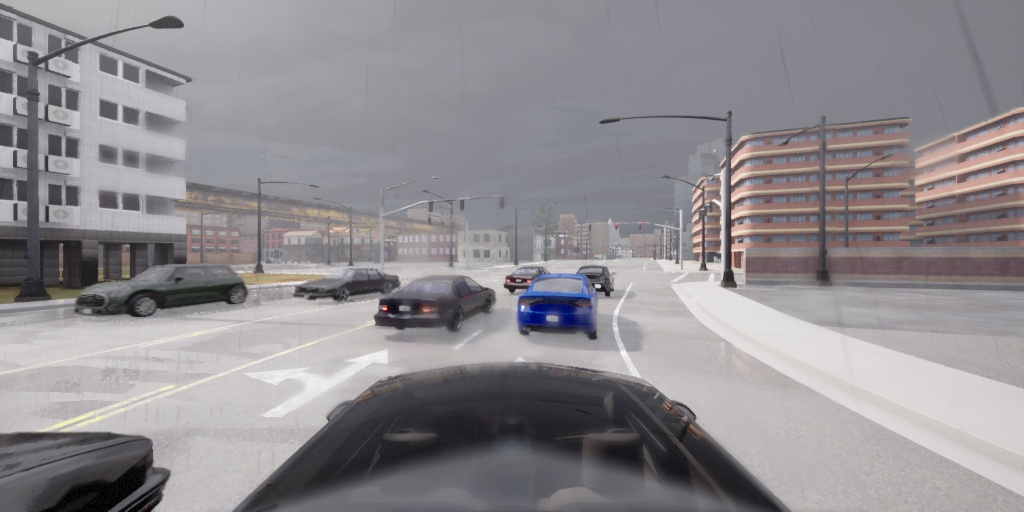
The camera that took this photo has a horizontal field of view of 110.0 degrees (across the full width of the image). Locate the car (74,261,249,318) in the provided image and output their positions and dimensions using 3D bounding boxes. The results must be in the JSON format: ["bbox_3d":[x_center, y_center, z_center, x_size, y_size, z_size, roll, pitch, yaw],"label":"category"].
[{"bbox_3d":[-12.420,1.102,13.119,2.097,1.767,4.553,0,0,14],"label":"car"}]

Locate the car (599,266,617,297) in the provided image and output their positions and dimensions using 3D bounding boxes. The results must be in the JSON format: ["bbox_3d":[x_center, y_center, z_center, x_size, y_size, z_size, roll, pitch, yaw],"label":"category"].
[{"bbox_3d":[4.416,1.255,19.210,1.837,1.490,4.892,0,0,19],"label":"car"}]

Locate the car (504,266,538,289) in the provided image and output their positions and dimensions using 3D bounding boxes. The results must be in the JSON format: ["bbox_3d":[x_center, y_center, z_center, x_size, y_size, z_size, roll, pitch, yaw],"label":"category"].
[{"bbox_3d":[1.189,1.297,20.539,2.033,1.411,5.357,0,0,20],"label":"car"}]

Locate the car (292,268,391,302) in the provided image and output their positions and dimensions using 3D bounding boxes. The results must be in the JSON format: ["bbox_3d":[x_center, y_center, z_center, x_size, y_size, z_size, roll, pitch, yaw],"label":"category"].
[{"bbox_3d":[-7.621,1.298,17.308,2.033,1.411,5.357,0,0,19],"label":"car"}]

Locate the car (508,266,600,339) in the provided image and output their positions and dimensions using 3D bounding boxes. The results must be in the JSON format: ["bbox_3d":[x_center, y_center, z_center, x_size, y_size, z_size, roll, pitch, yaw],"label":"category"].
[{"bbox_3d":[1.485,1.228,10.288,1.882,1.535,5.008,0,0,14],"label":"car"}]

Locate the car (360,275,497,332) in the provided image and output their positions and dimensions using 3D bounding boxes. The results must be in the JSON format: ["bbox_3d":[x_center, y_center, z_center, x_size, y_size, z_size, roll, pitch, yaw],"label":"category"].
[{"bbox_3d":[-1.977,1.297,10.976,2.033,1.411,5.357,0,0,13],"label":"car"}]
